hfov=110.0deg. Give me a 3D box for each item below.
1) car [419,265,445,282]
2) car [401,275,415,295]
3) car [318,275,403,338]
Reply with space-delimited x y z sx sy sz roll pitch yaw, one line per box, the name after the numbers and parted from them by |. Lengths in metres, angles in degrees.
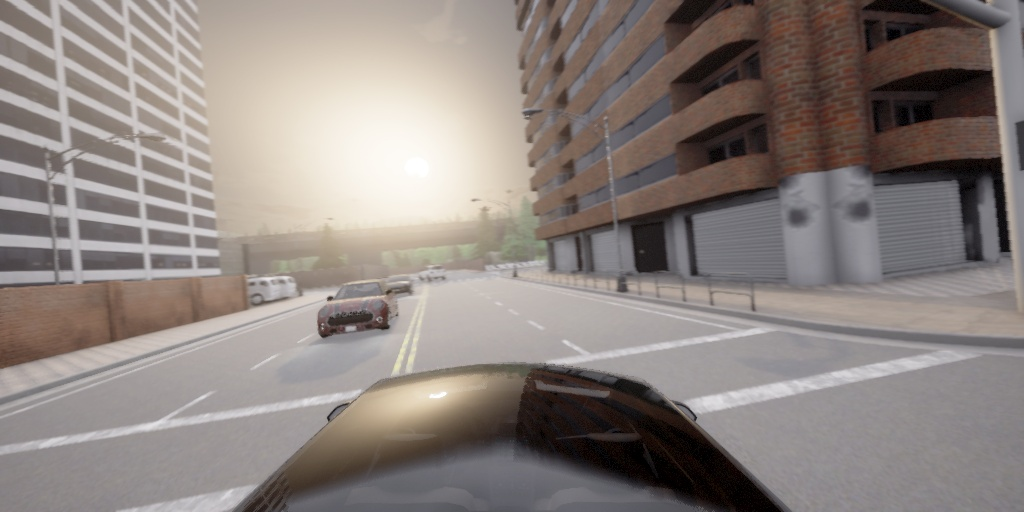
-10.601 2.272 47.319 2.150 2.045 5.566 -4 -1 -31 | car
-8.536 2.238 27.431 1.837 1.490 4.892 -5 -1 -12 | car
-5.437 1.691 13.116 2.097 1.767 4.553 -5 0 -13 | car
